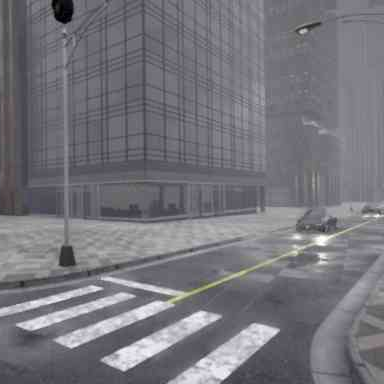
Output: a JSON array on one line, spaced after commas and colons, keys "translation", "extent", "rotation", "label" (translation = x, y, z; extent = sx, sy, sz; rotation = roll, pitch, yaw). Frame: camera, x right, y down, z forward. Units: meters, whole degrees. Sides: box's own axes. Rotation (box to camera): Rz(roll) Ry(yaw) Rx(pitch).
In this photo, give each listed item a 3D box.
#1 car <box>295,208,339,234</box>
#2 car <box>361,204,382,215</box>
[{"translation": [8.381, 1.889, 22.089], "extent": [1.837, 1.490, 4.892], "rotation": [-1, -1, 36], "label": "car"}, {"translation": [22.960, 2.164, 42.362], "extent": [1.994, 1.385, 4.181], "rotation": [-1, -1, 36], "label": "car"}]
